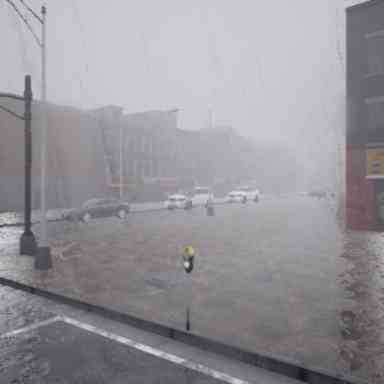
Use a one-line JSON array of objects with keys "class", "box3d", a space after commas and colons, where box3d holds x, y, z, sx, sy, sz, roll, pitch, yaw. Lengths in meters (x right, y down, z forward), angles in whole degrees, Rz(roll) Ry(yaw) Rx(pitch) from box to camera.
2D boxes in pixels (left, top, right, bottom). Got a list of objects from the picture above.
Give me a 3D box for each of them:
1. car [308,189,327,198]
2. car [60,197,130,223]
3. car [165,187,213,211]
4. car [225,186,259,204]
[{"class": "car", "box3d": [20.887, 0.169, 55.427, 2.033, 1.411, 5.357, 0, 1, 35]}, {"class": "car", "box3d": [-6.338, 1.143, 22.189, 1.837, 1.490, 4.892, 0, 2, 35]}, {"class": "car", "box3d": [-0.158, 0.584, 30.896, 2.150, 2.045, 5.566, 0, 2, 35]}, {"class": "car", "box3d": [6.091, 0.319, 39.672, 2.150, 2.045, 5.566, 0, 1, 35]}]
